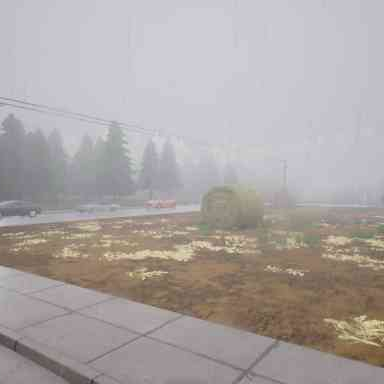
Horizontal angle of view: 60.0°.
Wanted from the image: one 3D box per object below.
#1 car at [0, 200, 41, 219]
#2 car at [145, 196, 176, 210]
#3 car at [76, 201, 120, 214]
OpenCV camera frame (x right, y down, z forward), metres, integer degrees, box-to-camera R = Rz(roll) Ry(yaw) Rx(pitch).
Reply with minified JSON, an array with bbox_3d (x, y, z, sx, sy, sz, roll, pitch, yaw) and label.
[{"bbox_3d":[-15.790,1.531,29.147,1.837,1.490,4.892,0,0,37],"label":"car"},{"bbox_3d":[-4.213,1.379,44.728,2.097,1.767,4.553,0,0,37],"label":"car"},{"bbox_3d":[-10.307,1.628,36.536,1.895,1.301,4.718,0,0,37],"label":"car"}]
